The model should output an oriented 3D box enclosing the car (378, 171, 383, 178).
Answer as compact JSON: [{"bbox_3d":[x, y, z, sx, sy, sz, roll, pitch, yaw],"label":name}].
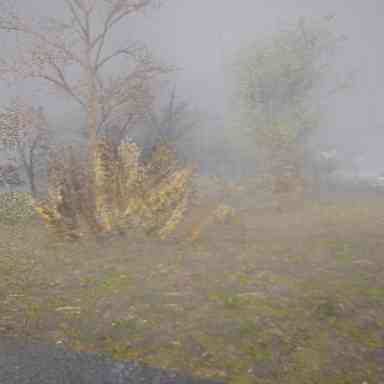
[{"bbox_3d":[43.401,-3.999,75.215,1.895,1.301,4.718,-4,2,25],"label":"car"}]
